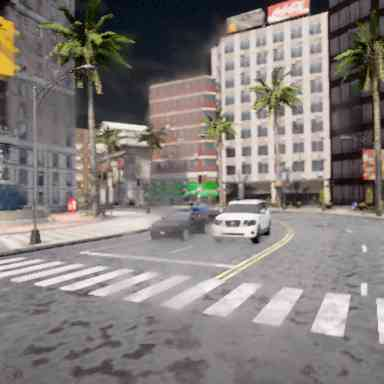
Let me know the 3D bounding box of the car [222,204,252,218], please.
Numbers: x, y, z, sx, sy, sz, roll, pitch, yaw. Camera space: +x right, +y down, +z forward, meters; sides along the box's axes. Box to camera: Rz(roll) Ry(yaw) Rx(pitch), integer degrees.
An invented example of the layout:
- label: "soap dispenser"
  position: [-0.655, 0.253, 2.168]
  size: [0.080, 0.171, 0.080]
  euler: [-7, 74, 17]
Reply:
- label: "car"
  position: [4.980, 2.113, 37.370]
  size: [1.895, 1.301, 4.718]
  euler: [-1, -1, -12]

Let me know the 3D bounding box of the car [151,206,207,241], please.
- label: "car"
  position: [-0.518, 1.780, 18.865]
  size: [1.882, 1.535, 5.008]
  euler: [-1, -1, 22]

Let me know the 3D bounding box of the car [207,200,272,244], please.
- label: "car"
  position: [2.863, 1.463, 17.842]
  size: [2.150, 2.045, 5.566]
  euler: [-1, -1, 22]

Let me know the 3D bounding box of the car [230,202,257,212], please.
- label: "car"
  position: [7.734, 2.241, 50.515]
  size: [1.994, 1.385, 4.181]
  euler: [0, -1, -27]

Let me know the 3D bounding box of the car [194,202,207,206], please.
- label: "car"
  position: [1.223, 2.052, 38.208]
  size: [1.882, 1.535, 5.008]
  euler: [-1, -1, -15]

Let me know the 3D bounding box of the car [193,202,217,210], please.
- label: "car"
  position: [2.326, 2.440, 58.898]
  size: [1.994, 1.385, 4.181]
  euler: [0, -1, -40]

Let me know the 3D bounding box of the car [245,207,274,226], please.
- label: "car"
  position: [5.413, 1.953, 27.264]
  size: [1.895, 1.301, 4.718]
  euler: [-1, -1, 6]
